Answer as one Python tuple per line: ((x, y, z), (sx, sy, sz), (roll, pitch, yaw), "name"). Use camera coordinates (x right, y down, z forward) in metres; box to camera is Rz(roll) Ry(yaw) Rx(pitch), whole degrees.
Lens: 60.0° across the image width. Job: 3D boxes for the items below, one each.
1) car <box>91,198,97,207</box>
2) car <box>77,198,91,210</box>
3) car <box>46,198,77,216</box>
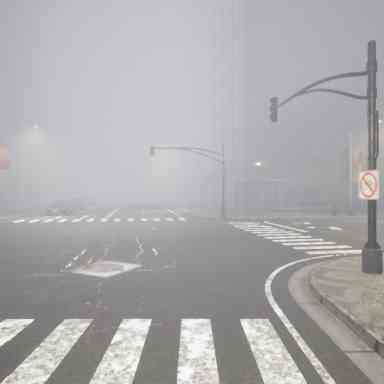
((-16.406, 1.600, 53.148), (1.994, 1.385, 4.181), (0, 0, -9), "car")
((-14.808, 1.503, 43.305), (1.882, 1.535, 5.008), (0, 0, -9), "car")
((-13.216, 1.542, 33.473), (1.812, 1.442, 4.674), (0, 0, -10), "car")
